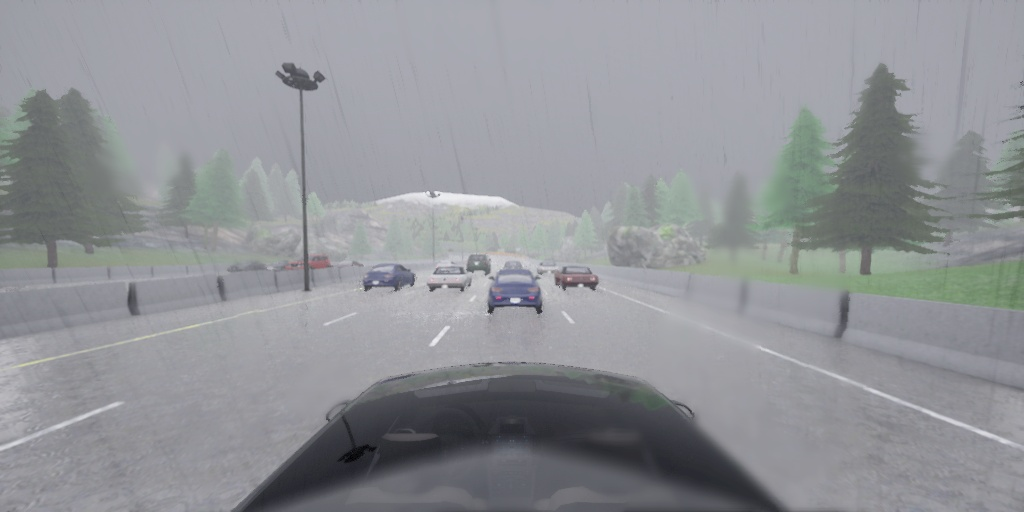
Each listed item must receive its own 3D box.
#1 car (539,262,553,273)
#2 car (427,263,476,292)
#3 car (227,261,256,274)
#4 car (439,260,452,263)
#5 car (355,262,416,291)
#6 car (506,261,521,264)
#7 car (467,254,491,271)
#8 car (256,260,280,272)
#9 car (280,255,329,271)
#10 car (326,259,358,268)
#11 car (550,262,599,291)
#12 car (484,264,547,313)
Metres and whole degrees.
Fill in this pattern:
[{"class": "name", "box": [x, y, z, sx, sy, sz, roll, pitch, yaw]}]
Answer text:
[{"class": "car", "box": [3.604, 1.259, 36.875, 1.895, 1.301, 4.718, 0, 0, 0]}, {"class": "car", "box": [-3.398, 1.240, 20.390, 1.895, 1.301, 4.718, 0, 0, 0]}, {"class": "car", "box": [-28.082, 1.229, 38.377, 1.994, 1.385, 4.181, 0, 0, 0]}, {"class": "car", "box": [-6.895, 1.188, 37.641, 1.812, 1.442, 4.674, 0, 0, 0]}, {"class": "car", "box": [-6.898, 1.165, 20.455, 1.812, 1.442, 4.674, 0, 0, 0]}, {"class": "car", "box": [0.103, 1.192, 33.200, 2.033, 1.411, 5.357, 0, 0, 0]}, {"class": "car", "box": [-3.396, 0.877, 37.128, 2.150, 2.045, 5.566, 0, -1, 0]}, {"class": "car", "box": [-24.582, 1.159, 38.797, 2.128, 1.511, 4.902, 0, 0, 0]}, {"class": "car", "box": [-21.087, 0.884, 37.405, 2.150, 2.045, 5.566, 0, 0, 0]}, {"class": "car", "box": [-17.585, 1.192, 38.497, 1.812, 1.442, 4.674, 0, 0, 0]}, {"class": "car", "box": [3.602, 1.239, 20.963, 1.895, 1.301, 4.718, 0, 0, 0]}, {"class": "car", "box": [0.102, 1.189, 13.447, 1.812, 1.442, 4.674, 0, 0, 0]}]
